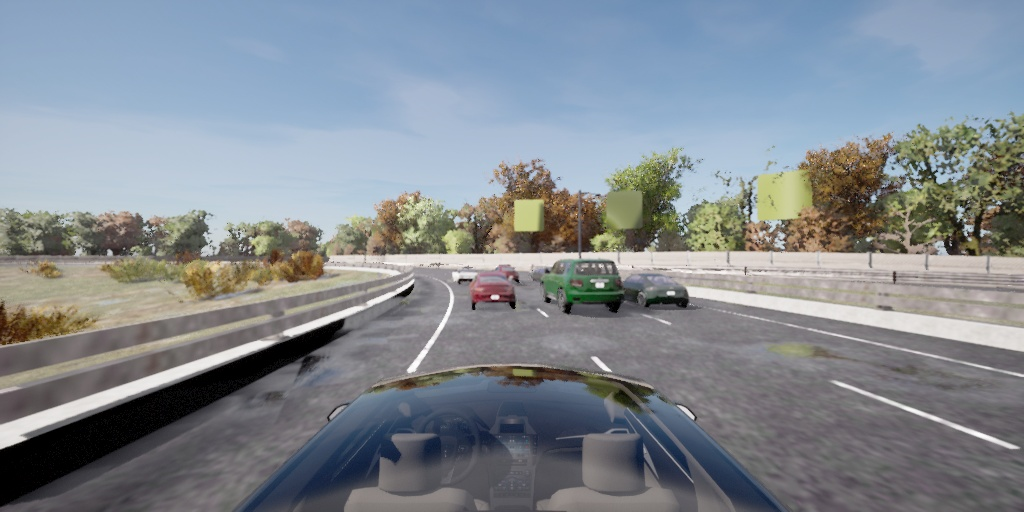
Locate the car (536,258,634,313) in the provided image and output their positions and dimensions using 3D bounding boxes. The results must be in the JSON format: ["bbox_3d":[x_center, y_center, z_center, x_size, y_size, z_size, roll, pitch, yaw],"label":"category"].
[{"bbox_3d":[2.711,1.116,15.022,2.150,2.045,5.566,0,0,-7],"label":"car"}]

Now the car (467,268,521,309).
[{"bbox_3d":[-0.948,1.426,15.930,1.812,1.442,4.674,0,0,-8],"label":"car"}]

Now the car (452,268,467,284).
[{"bbox_3d":[-3.905,1.652,30.223,1.895,1.301,4.718,0,-1,-16],"label":"car"}]

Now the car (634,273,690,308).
[{"bbox_3d":[6.068,1.469,16.254,1.994,1.385,4.181,0,-1,-8],"label":"car"}]

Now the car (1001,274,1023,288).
[{"bbox_3d":[44.732,1.874,30.035,4.553,1.767,2.097,3,0,22],"label":"car"}]

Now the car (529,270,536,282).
[{"bbox_3d":[3.064,1.611,31.304,2.033,1.411,5.357,0,-1,-15],"label":"car"}]

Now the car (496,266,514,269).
[{"bbox_3d":[-0.700,1.593,31.730,1.812,1.442,4.674,0,0,-16],"label":"car"}]
